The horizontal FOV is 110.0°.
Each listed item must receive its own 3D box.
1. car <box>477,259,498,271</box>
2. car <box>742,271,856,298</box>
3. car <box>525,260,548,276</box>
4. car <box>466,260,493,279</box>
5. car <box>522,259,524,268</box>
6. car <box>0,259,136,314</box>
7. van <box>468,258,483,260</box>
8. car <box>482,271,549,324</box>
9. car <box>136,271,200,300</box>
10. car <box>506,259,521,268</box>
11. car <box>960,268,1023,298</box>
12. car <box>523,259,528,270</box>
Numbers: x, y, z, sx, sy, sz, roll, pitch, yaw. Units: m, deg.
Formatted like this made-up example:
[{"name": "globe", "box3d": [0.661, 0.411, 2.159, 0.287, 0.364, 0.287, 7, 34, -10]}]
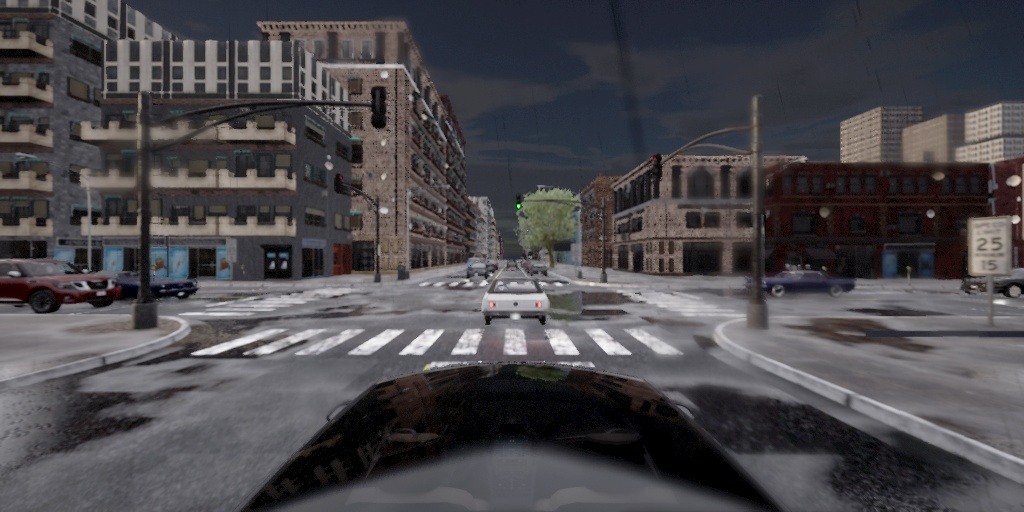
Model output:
[{"name": "car", "box3d": [-3.094, 1.388, 43.437, 1.994, 1.385, 4.181, 0, 0, 0]}, {"name": "car", "box3d": [14.944, 1.440, 18.901, 4.718, 1.301, 1.895, 0, 0, 0]}, {"name": "car", "box3d": [2.681, 1.358, 36.597, 2.007, 1.370, 4.403, 0, 0, 0]}, {"name": "car", "box3d": [-3.103, 1.326, 33.461, 1.812, 1.442, 4.674, 0, 0, 0]}, {"name": "car", "box3d": [2.678, 1.275, 47.990, 1.967, 1.591, 4.097, 0, 0, 0]}, {"name": "car", "box3d": [-17.280, 1.022, 12.873, 5.009, 1.841, 2.192, 0, 0, 0]}, {"name": "van", "box3d": [-5.704, 1.190, 53.687, 1.690, 1.789, 3.998, 0, 0, 0]}, {"name": "car", "box3d": [0.097, 1.361, 12.032, 1.895, 1.301, 4.718, 0, 0, 0]}, {"name": "car", "box3d": [-16.431, 1.313, 15.450, 4.718, 1.301, 1.895, 0, 0, 0]}, {"name": "car", "box3d": [-0.016, 1.368, 62.954, 2.128, 1.511, 4.902, 0, 0, 0]}, {"name": "car", "box3d": [26.931, 1.371, 18.986, 5.008, 1.535, 1.882, 0, 0, 0]}, {"name": "car", "box3d": [2.680, 1.261, 42.294, 1.967, 1.591, 4.097, 0, 0, 0]}]
